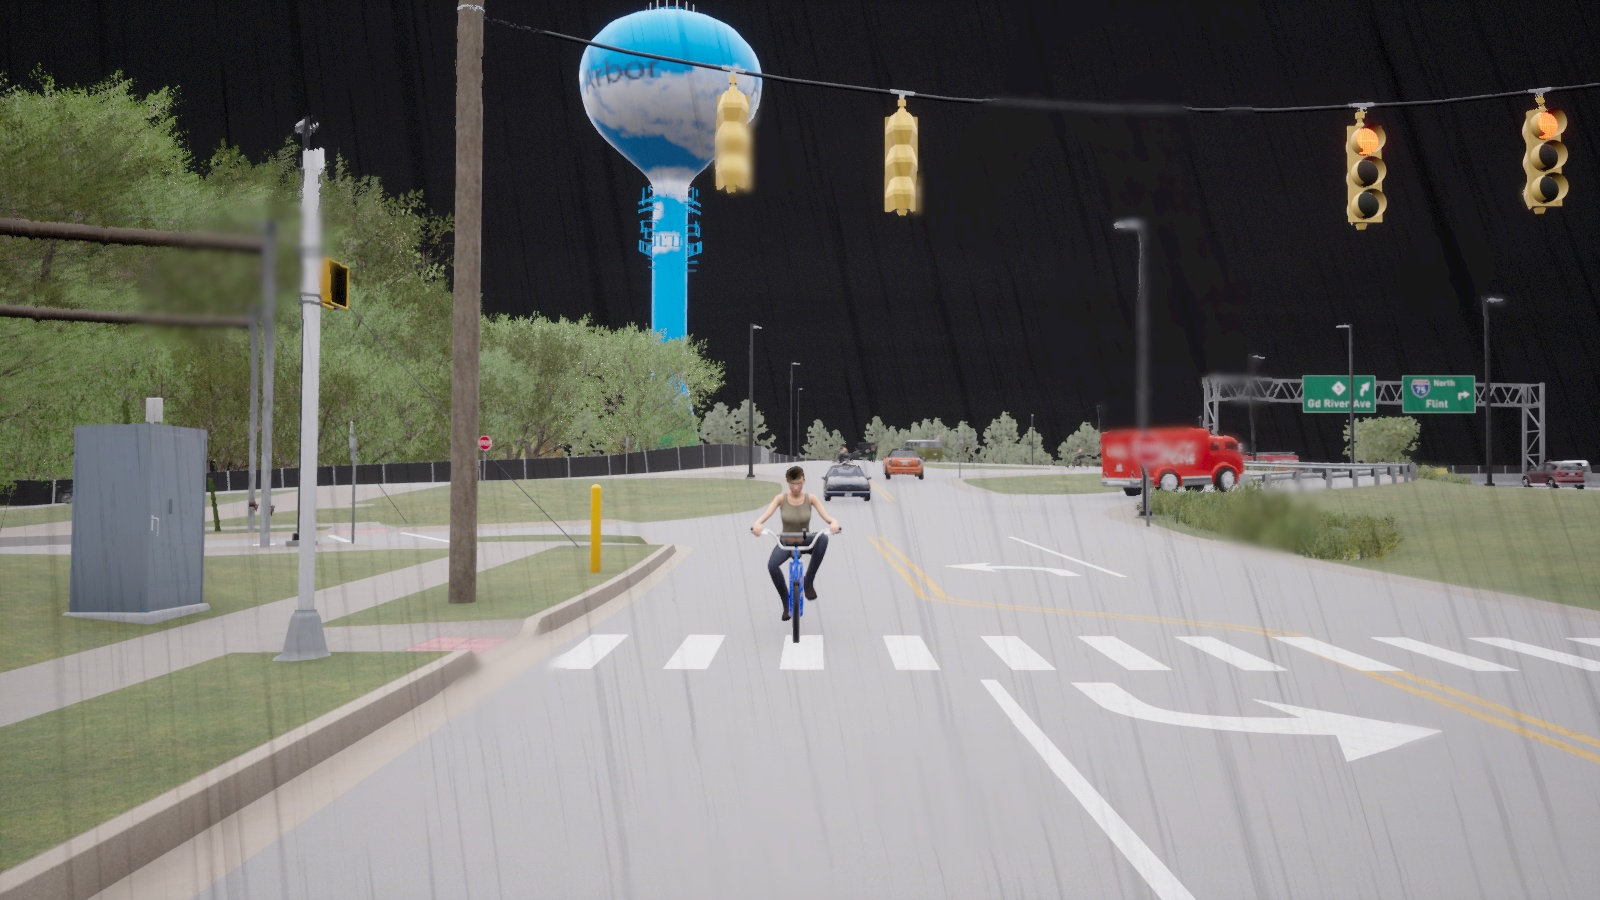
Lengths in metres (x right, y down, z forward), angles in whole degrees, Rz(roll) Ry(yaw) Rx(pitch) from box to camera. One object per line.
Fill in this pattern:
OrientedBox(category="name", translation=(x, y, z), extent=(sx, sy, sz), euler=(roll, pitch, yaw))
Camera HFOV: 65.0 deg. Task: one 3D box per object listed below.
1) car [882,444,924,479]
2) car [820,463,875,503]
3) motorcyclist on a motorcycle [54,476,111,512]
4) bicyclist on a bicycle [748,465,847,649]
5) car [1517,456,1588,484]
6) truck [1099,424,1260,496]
OrientedBox(category="car", translation=(5.793, 0.625, 70.937), extent=(2.097, 1.767, 4.553), euler=(0, 2, 2))
OrientedBox(category="car", translation=(1.890, 1.317, 51.307), extent=(2.033, 1.411, 5.357), euler=(0, 1, 0))
OrientedBox(category="motorcyclist on a motorcycle", translation=(-37.595, 2.290, 65.809), extent=(0.766, 1.649, 2.350), euler=(-2, 2, 42))
OrientedBox(category="bicyclist on a bicycle", translation=(-0.026, 0.955, 11.841), extent=(0.866, 1.612, 1.509), euler=(0, -1, 0))
OrientedBox(category="car", translation=(42.418, 1.126, 70.841), extent=(1.789, 1.549, 3.705), euler=(0, -1, 1))
OrientedBox(category="truck", translation=(14.412, 0.367, 47.744), extent=(5.204, 2.467, 2.627), euler=(-2, 0, -19))
